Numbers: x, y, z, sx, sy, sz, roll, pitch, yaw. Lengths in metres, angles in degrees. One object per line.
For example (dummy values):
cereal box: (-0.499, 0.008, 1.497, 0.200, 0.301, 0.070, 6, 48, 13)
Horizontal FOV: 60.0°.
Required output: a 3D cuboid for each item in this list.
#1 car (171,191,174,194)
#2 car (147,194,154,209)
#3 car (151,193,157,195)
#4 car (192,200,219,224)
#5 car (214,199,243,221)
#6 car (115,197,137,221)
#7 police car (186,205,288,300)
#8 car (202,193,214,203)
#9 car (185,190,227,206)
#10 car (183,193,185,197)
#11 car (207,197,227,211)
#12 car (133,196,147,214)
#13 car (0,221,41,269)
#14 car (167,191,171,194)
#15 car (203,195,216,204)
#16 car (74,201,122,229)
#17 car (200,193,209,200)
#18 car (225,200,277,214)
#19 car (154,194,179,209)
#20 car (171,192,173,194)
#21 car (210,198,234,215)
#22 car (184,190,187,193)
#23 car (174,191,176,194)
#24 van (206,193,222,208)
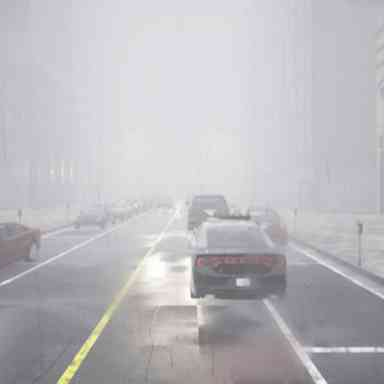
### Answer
car: (-5.765, 0.904, 76.253, 1.967, 1.590, 4.097, 0, 0, 0)
car: (-5.763, 1.283, 37.042, 1.887, 1.381, 4.507, 0, 0, 0)
car: (-5.763, 1.243, 42.644, 1.887, 1.381, 4.507, 0, 0, 0)
car: (0.898, 1.353, 24.323, 1.812, 1.442, 4.674, 0, 0, 0)
car: (2.764, 1.341, 26.017, 1.752, 1.417, 4.829, 0, 0, 0)
car: (-5.762, 1.343, 25.669, 1.752, 1.417, 4.829, 0, 0, 0)
police car: (0.899, 1.364, 8.433, 1.930, 1.638, 5.238, 0, 0, 0)
car: (2.761, 1.021, 59.459, 1.967, 1.590, 4.097, 0, 0, 0)
car: (0.819, 1.093, 18.343, 2.150, 2.045, 5.566, 0, 0, -1)
car: (0.036, 1.196, 46.645, 1.812, 1.442, 4.674, 0, 0, 0)
car: (2.763, 1.283, 37.051, 1.887, 1.381, 4.507, 0, 0, 0)
car: (-5.762, 1.217, 31.440, 1.967, 1.590, 4.097, 0, 0, 0)
car: (-5.760, 1.480, 9.034, 1.887, 1.381, 4.507, 0, 0, 0)
car: (-5.764, 0.982, 65.050, 1.967, 1.590, 4.097, 0, 0, 0)
car: (2.761, 1.165, 53.858, 1.887, 1.381, 4.507, 0, 0, 0)
car: (-5.761, 1.438, 20.237, 1.802, 1.307, 4.206, 0, 0, 0)
car: (2.760, 1.009, 76.266, 1.887, 1.381, 4.507, 0, 0, 0)
car: (2.765, 1.335, 14.642, 1.967, 1.590, 4.097, 0, 0, 0)
car: (-3.068, 1.267, 39.674, 2.033, 1.411, 5.357, 0, 0, 0)
car: (-5.765, 1.069, 70.652, 1.947, 1.339, 4.313, 0, 0, 0)
car: (2.763, 1.322, 31.450, 1.887, 1.381, 4.507, 0, 0, 0)
car: (-0.005, 0.778, 63.018, 2.150, 2.045, 5.566, 0, 0, 0)
car: (-5.766, 0.991, 81.855, 1.947, 1.339, 4.313, 0, 0, 0)
van: (2.763, 1.040, 42.652, 1.690, 1.788, 3.998, 0, 0, 0)
